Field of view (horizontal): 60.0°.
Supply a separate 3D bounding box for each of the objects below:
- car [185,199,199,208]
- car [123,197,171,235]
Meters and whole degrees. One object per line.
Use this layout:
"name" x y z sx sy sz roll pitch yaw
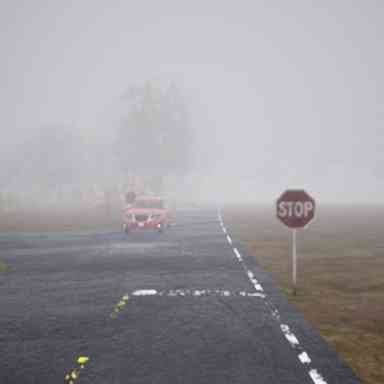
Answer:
"car" 0.010 1.761 53.011 1.994 1.385 4.181 0 0 6
"car" -2.517 1.326 19.952 2.150 2.045 5.566 0 0 3
